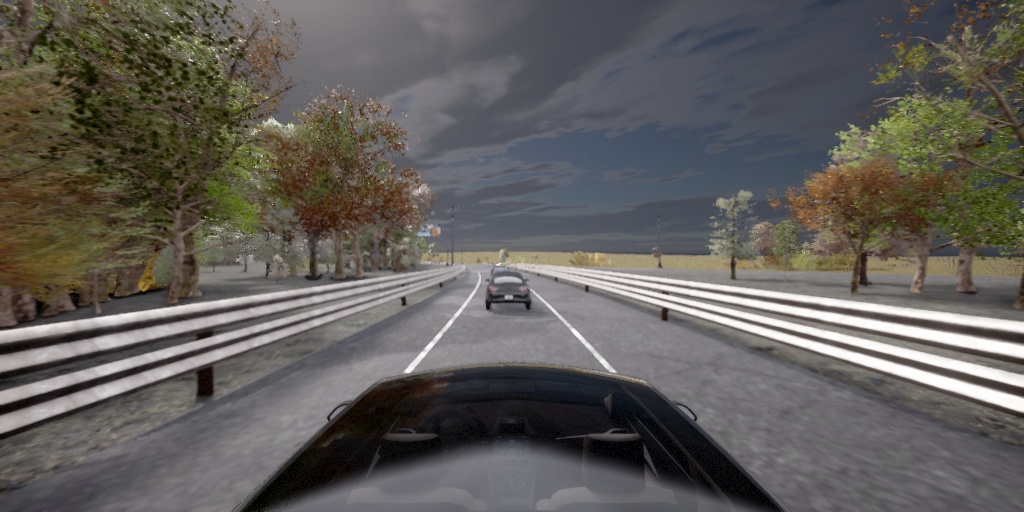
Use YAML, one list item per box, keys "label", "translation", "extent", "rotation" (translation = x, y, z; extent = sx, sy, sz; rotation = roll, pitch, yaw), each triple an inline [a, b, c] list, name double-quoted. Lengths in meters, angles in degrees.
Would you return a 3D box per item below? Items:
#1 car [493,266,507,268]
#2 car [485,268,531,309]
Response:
- label: "car"
  translation: [-1.109, 1.622, 33.219]
  extent: [2.033, 1.411, 5.357]
  rotation: [0, -1, -4]
- label: "car"
  translation: [-0.198, 1.417, 15.750]
  extent: [1.812, 1.442, 4.674]
  rotation: [0, -1, -2]
